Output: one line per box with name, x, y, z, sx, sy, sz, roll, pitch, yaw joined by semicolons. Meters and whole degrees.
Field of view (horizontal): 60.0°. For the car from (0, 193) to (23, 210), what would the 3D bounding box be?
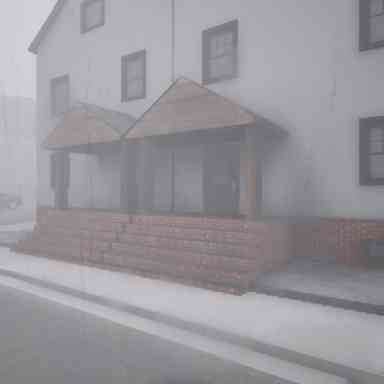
car;-16.187;0.891;26.550;1.837;1.490;4.892;0;7;35
